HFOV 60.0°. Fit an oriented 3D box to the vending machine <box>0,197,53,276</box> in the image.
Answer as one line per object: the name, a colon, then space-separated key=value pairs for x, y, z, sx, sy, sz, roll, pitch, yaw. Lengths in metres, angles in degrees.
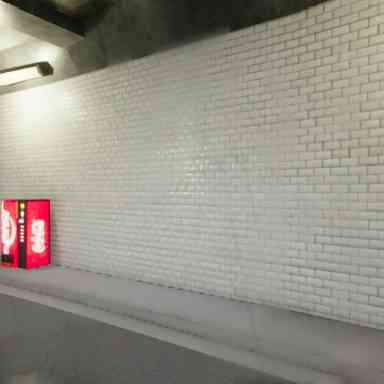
vending machine: x=-4.801 y=1.195 z=9.626 sx=0.880 sy=2.100 sz=1.100 roll=0 pitch=0 yaw=30
